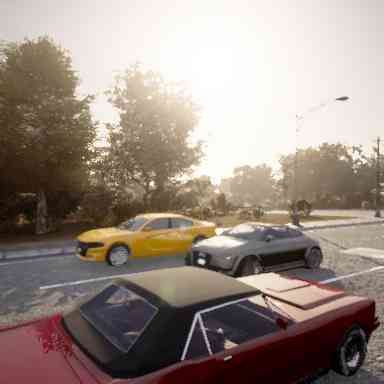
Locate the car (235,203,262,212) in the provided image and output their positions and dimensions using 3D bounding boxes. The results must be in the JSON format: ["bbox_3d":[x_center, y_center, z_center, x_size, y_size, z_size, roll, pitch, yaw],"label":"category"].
[{"bbox_3d":[8.078,2.498,52.124,2.128,1.511,4.902,0,-3,-32],"label":"car"}]

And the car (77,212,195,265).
[{"bbox_3d":[-1.389,1.499,11.584,5.008,1.535,1.882,0,0,-35],"label":"car"}]

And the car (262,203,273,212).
[{"bbox_3d":[10.986,2.530,54.083,2.128,1.511,4.902,0,-3,-32],"label":"car"}]

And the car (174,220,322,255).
[{"bbox_3d":[1.870,1.592,9.601,4.181,1.385,1.994,0,0,-35],"label":"car"}]

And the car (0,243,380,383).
[{"bbox_3d":[0.204,1.609,3.891,4.718,1.301,1.895,0,0,-35],"label":"car"}]
